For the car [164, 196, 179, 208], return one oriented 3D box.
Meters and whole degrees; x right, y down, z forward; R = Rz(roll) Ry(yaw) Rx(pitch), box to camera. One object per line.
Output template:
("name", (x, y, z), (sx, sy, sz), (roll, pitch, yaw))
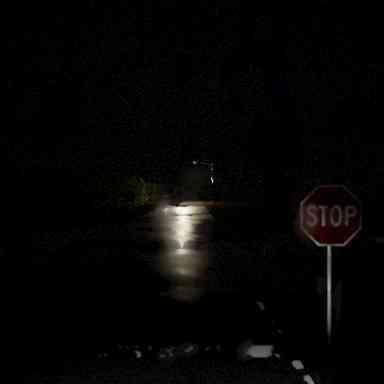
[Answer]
("car", (-2.786, 1.356, 46.759), (1.882, 1.535, 5.008), (0, 1, 0))
